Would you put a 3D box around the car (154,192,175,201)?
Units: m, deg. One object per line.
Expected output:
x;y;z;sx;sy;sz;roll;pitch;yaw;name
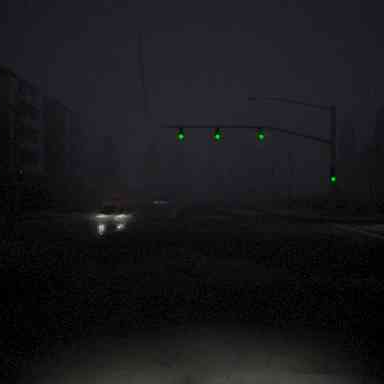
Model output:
-4.449;0.752;54.881;2.033;1.411;5.357;0;1;18;car

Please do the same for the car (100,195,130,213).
-6.861;1.056;30.108;1.882;1.535;5.008;0;1;-1;car
